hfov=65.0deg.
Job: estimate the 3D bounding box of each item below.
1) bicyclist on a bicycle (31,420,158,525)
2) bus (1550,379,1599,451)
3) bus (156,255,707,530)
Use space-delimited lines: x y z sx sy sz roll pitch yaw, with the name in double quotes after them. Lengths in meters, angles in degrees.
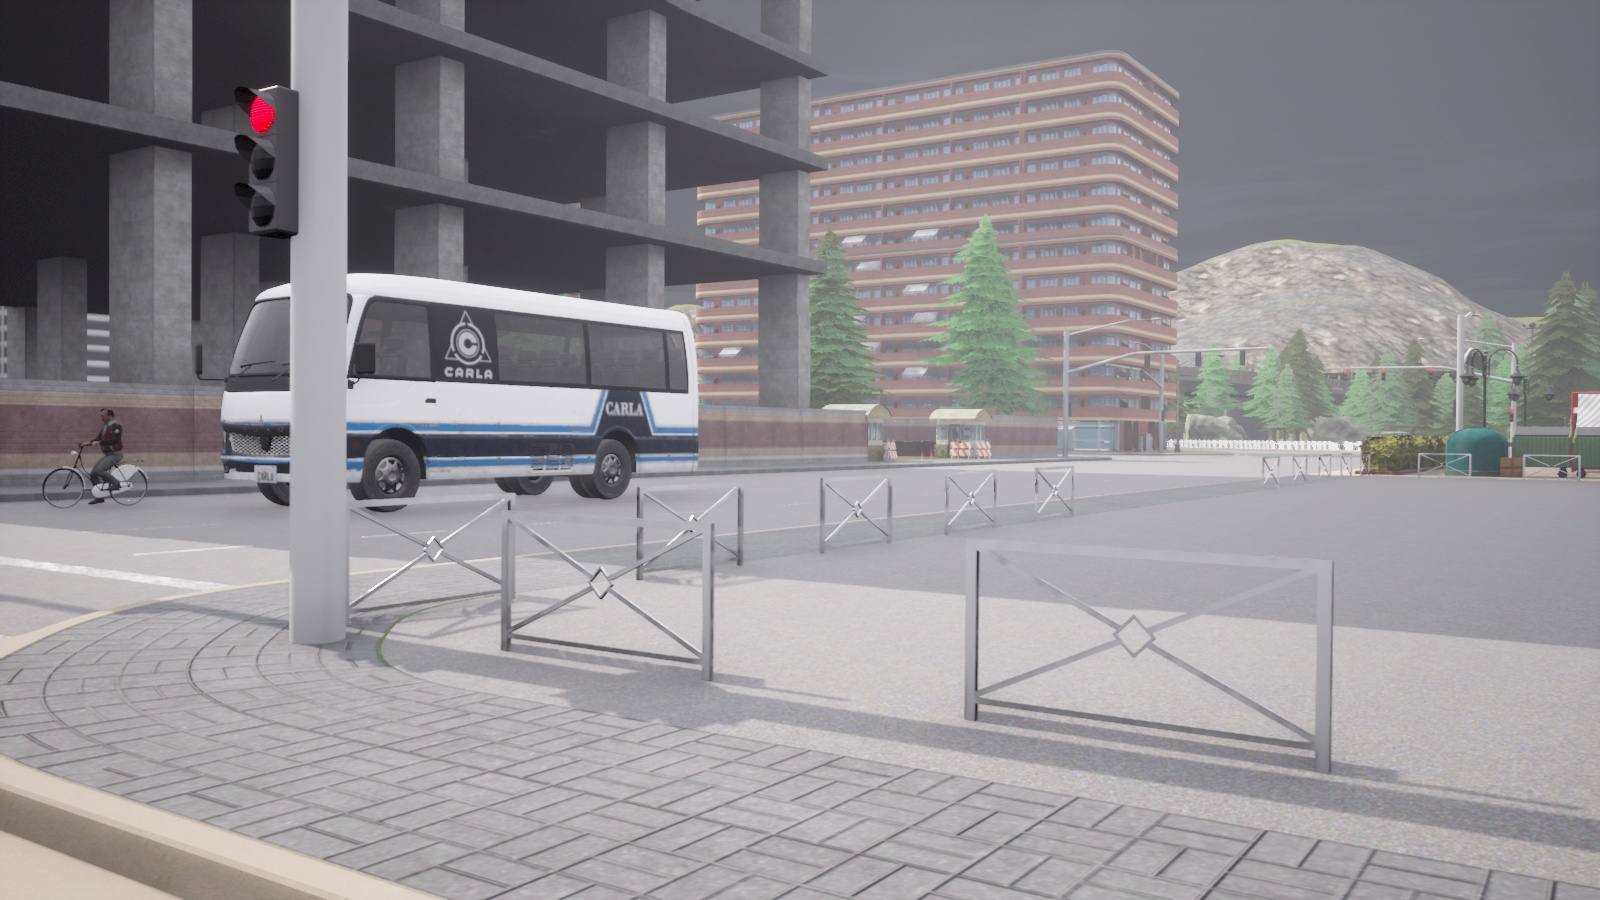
-12.464 0.370 22.244 0.659 1.776 1.843 0 1 33 "bicyclist on a bicycle"
50.590 -2.121 74.501 10.273 4.253 3.944 0 1 34 "bus"
-6.574 -0.968 24.818 3.944 4.253 10.273 0 1 33 "bus"
